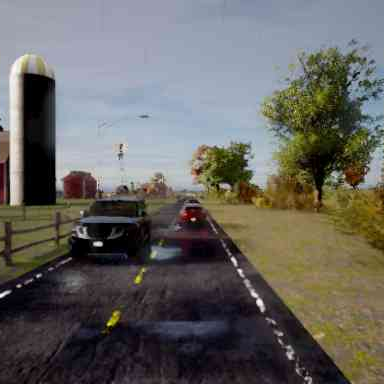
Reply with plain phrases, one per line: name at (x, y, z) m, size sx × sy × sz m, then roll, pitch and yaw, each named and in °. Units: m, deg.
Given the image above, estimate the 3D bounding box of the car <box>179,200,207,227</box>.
car at (0.088, 1.556, 23.163) m, size 1.812 × 1.442 × 4.674 m, roll 0°, pitch 0°, yaw 0°

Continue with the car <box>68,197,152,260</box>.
car at (-2.842, 1.229, 12.851) m, size 2.150 × 2.045 × 5.566 m, roll 0°, pitch 0°, yaw 0°
